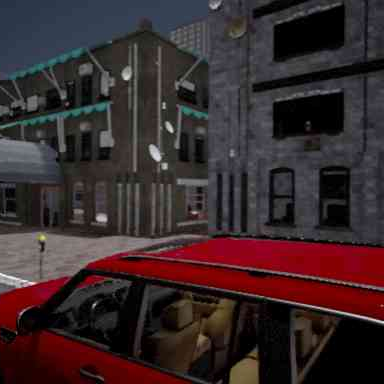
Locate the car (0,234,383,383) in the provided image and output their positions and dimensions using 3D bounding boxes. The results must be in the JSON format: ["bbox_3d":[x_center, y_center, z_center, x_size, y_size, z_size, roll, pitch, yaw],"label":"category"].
[{"bbox_3d":[-0.001,1.330,2.813,5.009,1.841,2.192,-1,1,36],"label":"car"}]
